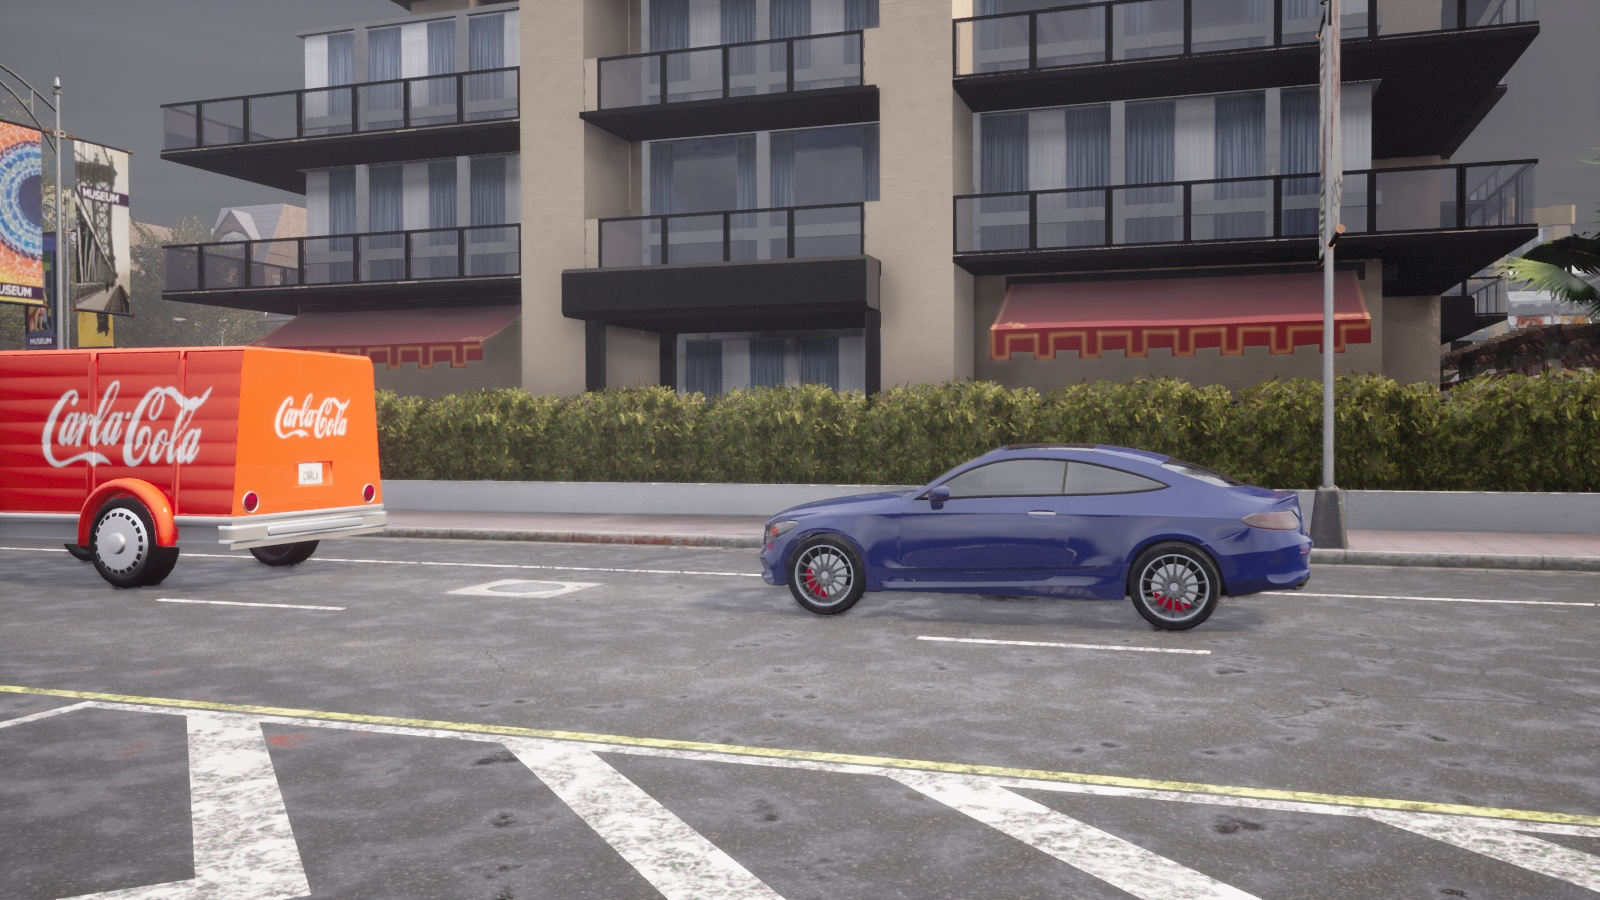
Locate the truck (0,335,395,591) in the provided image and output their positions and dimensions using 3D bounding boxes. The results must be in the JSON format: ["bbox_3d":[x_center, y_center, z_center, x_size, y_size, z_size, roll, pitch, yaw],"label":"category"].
[{"bbox_3d":[-7.581,0.085,14.149,5.204,2.467,2.627,1,1,19],"label":"truck"}]

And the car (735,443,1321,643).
[{"bbox_3d":[1.945,0.684,10.949,4.674,1.442,1.812,1,1,18],"label":"car"}]
